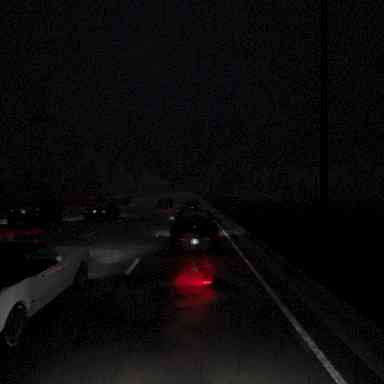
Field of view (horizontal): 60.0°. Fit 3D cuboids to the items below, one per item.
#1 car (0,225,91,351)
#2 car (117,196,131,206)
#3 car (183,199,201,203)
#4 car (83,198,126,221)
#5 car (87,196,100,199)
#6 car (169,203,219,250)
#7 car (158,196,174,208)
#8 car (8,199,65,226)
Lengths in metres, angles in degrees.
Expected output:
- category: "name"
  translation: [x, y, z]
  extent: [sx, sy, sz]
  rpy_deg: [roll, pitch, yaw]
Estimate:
- category: "car"
  translation: [-3.399, 1.576, 6.106]
  extent: [1.895, 1.301, 4.718]
  rpy_deg: [0, 0, 0]
- category: "car"
  translation: [-10.577, 1.322, 50.647]
  extent: [1.812, 1.442, 4.674]
  rpy_deg: [0, 0, 0]
- category: "car"
  translation: [0.009, 1.428, 33.879]
  extent: [1.994, 1.385, 4.181]
  rpy_deg: [0, 0, 0]
- category: "car"
  translation: [-6.947, 1.442, 26.197]
  extent: [2.033, 1.411, 5.357]
  rpy_deg: [0, 0, 0]
- category: "car"
  translation: [-14.064, 1.333, 47.923]
  extent: [1.812, 1.442, 4.674]
  rpy_deg: [0, 0, 0]
- category: "car"
  translation: [0.094, 1.449, 13.972]
  extent: [1.837, 1.490, 4.892]
  rpy_deg: [0, 1, 0]
- category: "car"
  translation: [-3.549, 1.310, 45.286]
  extent: [2.128, 1.511, 4.902]
  rpy_deg: [0, 0, 0]
- category: "car"
  translation: [-10.434, 1.260, 22.712]
  extent: [2.097, 1.767, 4.553]
  rpy_deg: [0, 0, 0]
